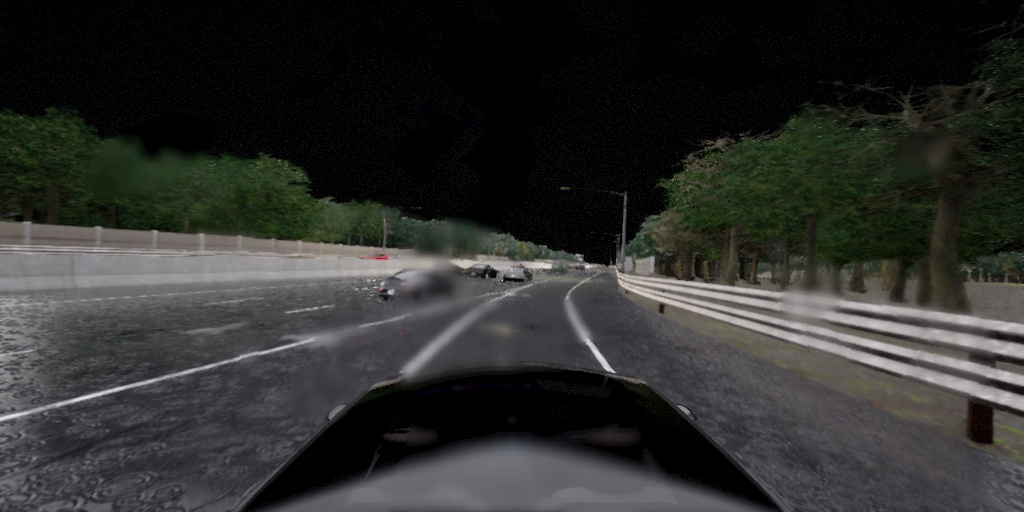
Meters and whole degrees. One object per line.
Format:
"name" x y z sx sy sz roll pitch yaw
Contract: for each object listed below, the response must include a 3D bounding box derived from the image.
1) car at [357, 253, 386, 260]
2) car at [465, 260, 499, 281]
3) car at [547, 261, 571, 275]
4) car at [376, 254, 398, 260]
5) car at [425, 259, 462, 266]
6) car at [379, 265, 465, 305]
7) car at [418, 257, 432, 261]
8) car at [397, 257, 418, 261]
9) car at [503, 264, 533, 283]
"car" -21.766 0.491 56.398 2.150 2.045 5.566 3 0 16
"car" -2.730 1.454 33.739 1.882 1.535 5.008 3 -1 16
"car" 7.698 1.896 57.675 2.150 2.045 5.566 3 -1 16
"car" -18.325 0.921 55.788 2.128 1.511 4.902 3 -1 16
"car" -6.096 1.316 34.689 2.128 1.511 4.902 3 -1 16
"car" -4.071 1.288 16.190 1.812 1.442 4.674 3 -1 16
"car" -11.605 1.234 53.903 1.837 1.490 4.892 3 0 16
"car" -14.963 1.104 54.846 1.812 1.442 4.674 3 -1 16
"car" 0.627 1.690 32.769 1.994 1.385 4.181 3 -1 16
